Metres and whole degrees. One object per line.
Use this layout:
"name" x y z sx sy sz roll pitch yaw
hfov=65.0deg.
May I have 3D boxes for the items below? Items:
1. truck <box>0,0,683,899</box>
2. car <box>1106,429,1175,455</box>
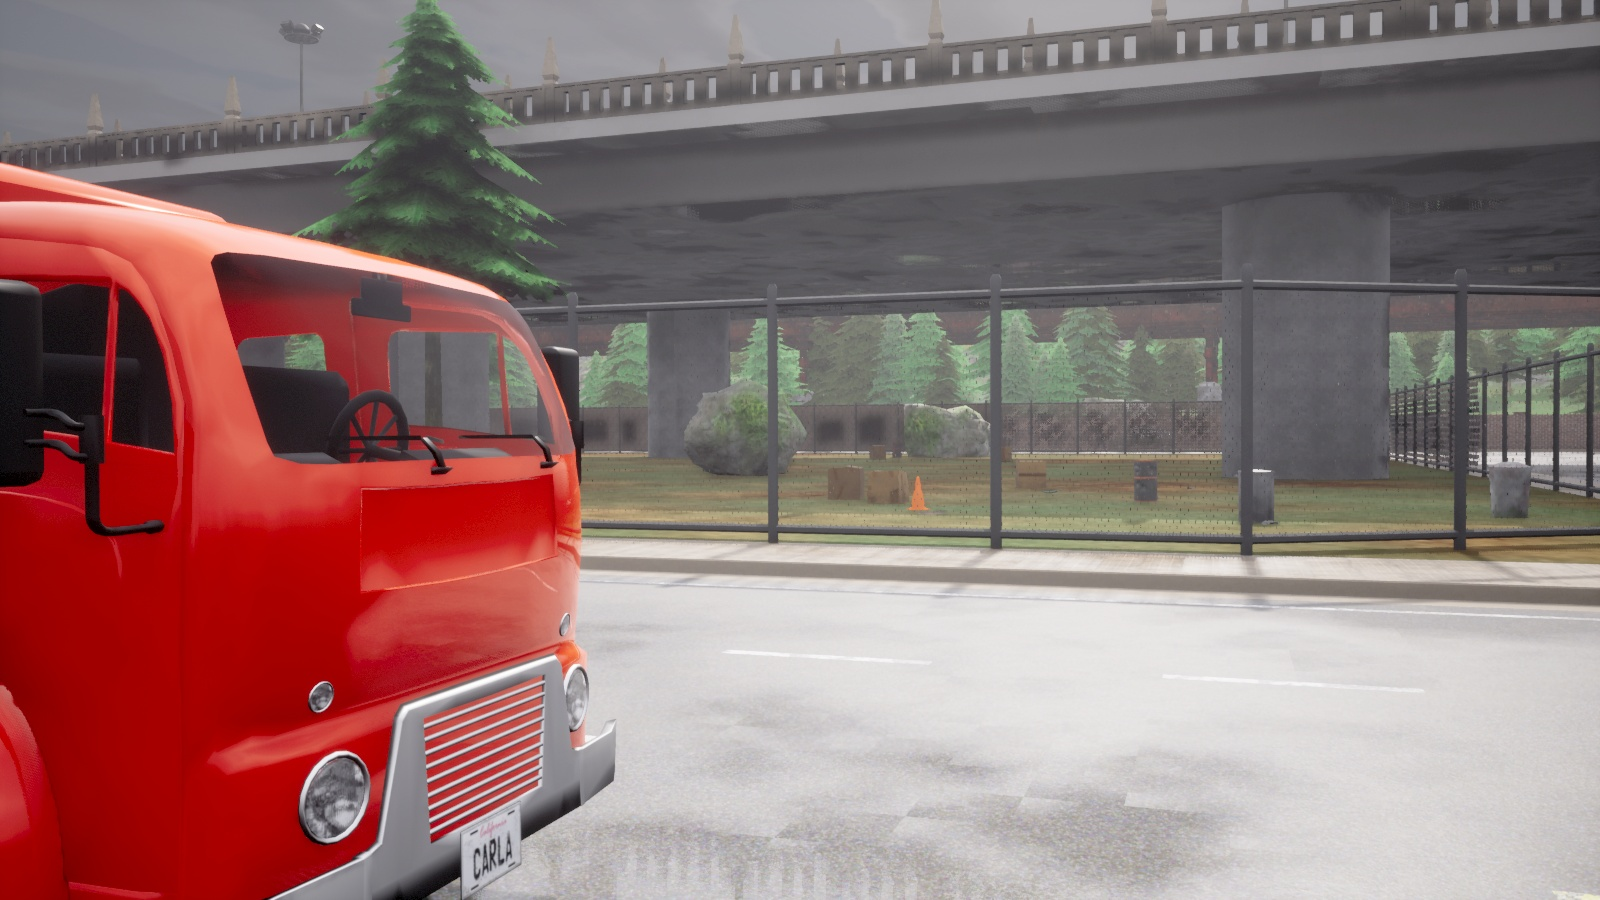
"truck" -3.327 0.258 4.304 5.204 2.467 2.627 1 1 19
"car" 23.827 -0.577 87.884 4.553 1.767 2.097 1 1 18
